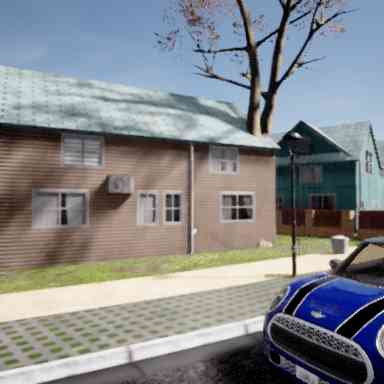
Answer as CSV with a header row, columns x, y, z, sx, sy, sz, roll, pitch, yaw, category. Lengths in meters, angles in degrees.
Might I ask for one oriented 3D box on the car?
x,y,z,sx,sy,sz,roll,pitch,yaw,category
3.209,1.443,4.785,4.553,1.767,2.097,0,-2,-30,car
